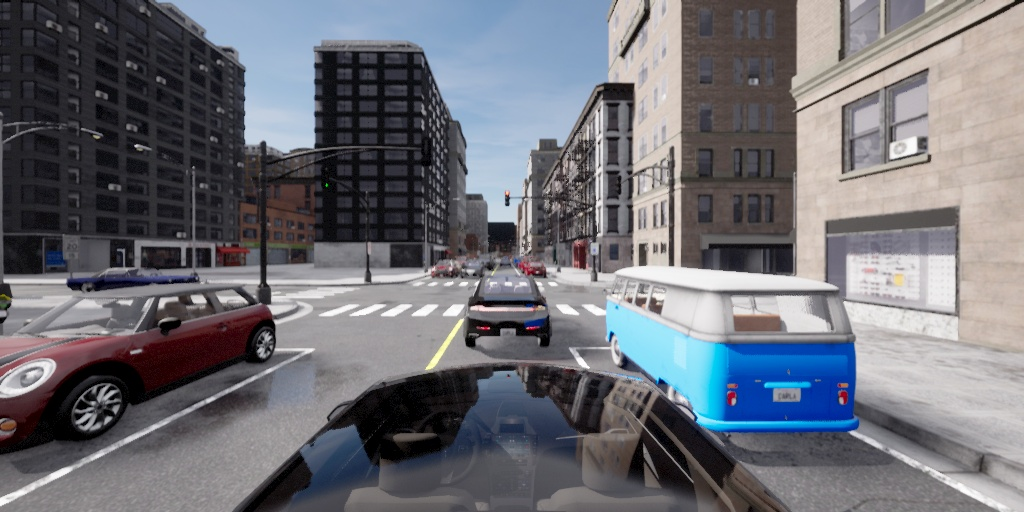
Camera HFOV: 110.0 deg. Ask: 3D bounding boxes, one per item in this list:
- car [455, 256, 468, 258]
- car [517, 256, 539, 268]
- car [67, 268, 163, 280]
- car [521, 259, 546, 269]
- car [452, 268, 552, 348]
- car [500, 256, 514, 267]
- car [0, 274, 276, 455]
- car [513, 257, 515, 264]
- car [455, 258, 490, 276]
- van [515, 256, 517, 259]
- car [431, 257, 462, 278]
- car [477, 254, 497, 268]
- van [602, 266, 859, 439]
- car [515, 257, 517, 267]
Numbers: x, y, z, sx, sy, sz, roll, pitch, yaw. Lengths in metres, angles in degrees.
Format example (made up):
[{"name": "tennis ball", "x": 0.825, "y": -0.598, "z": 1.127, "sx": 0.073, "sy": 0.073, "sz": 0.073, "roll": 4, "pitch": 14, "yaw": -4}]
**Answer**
[{"name": "car", "x": -6.151, "y": 0.949, "z": 42.808, "sx": 2.192, "sy": 1.841, "sz": 5.009, "roll": 0, "pitch": 0, "yaw": -1}, {"name": "car", "x": 1.975, "y": 0.963, "z": 37.551, "sx": 2.192, "sy": 1.841, "sz": 5.009, "roll": 0, "pitch": 0, "yaw": -1}, {"name": "car", "x": -17.814, "y": 1.220, "z": 17.114, "sx": 4.718, "sy": 1.301, "sz": 1.895, "roll": 0, "pitch": 0, "yaw": -1}, {"name": "car", "x": 2.077, "y": 1.209, "z": 32.143, "sx": 1.888, "sy": 1.381, "sz": 4.507, "roll": 0, "pitch": 0, "yaw": -1}, {"name": "car", "x": -0.126, "y": 1.220, "z": 9.200, "sx": 2.128, "sy": 1.511, "sz": 4.902, "roll": 0, "pitch": 0, "yaw": -1}, {"name": "car", "x": -1.130, "y": 1.138, "z": 62.301, "sx": 1.994, "sy": 1.385, "sz": 4.181, "roll": 0, "pitch": 0, "yaw": -1}, {"name": "car", "x": -5.439, "y": 1.180, "z": 5.116, "sx": 1.967, "sy": 1.591, "sz": 4.097, "roll": 0, "pitch": 0, "yaw": -1}, {"name": "car", "x": 1.566, "y": 1.149, "z": 59.186, "sx": 1.948, "sy": 1.339, "sz": 4.313, "roll": 0, "pitch": 0, "yaw": -1}, {"name": "car", "x": -3.395, "y": 1.157, "z": 31.638, "sx": 2.128, "sy": 1.511, "sz": 4.902, "roll": 0, "pitch": 0, "yaw": -1}, {"name": "van", "x": 1.668, "y": 0.941, "z": 53.778, "sx": 1.690, "sy": 1.789, "sz": 3.998, "roll": 0, "pitch": 0, "yaw": -1}, {"name": "car", "x": -5.947, "y": 1.104, "z": 31.991, "sx": 1.967, "sy": 1.591, "sz": 4.097, "roll": 0, "pitch": 0, "yaw": -1}, {"name": "car", "x": -3.605, "y": 0.839, "z": 46.339, "sx": 2.150, "sy": 2.045, "sz": 5.566, "roll": 0, "pitch": 1, "yaw": 3}, {"name": "van", "x": 2.584, "y": 1.081, "z": 5.267, "sx": 1.690, "sy": 1.789, "sz": 3.998, "roll": 0, "pitch": 0, "yaw": -1}, {"name": "car", "x": 1.771, "y": 1.162, "z": 48.368, "sx": 1.888, "sy": 1.381, "sz": 4.507, "roll": 0, "pitch": 0, "yaw": -1}]
